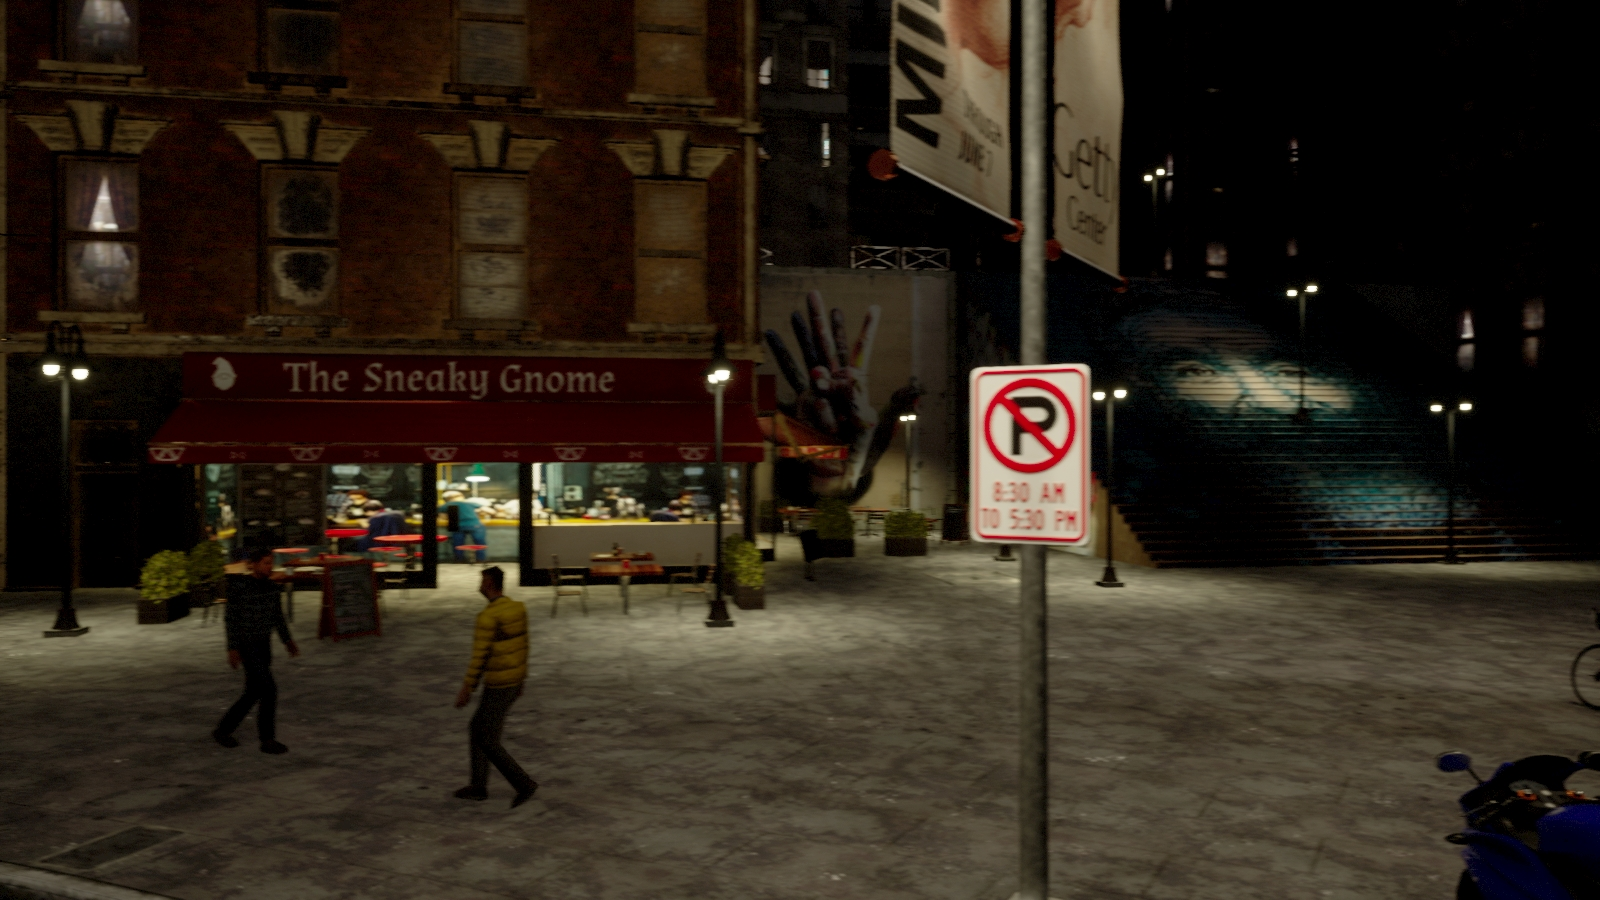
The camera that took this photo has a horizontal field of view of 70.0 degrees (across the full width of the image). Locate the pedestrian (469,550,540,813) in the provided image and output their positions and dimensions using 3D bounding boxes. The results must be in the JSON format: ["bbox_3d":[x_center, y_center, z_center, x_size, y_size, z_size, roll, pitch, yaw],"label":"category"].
[{"bbox_3d":[-2.186,1.692,8.471,0.375,1.860,0.375,0,0,14],"label":"pedestrian"}]

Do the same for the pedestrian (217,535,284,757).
[{"bbox_3d":[-4.804,1.694,9.991,0.375,1.860,0.375,0,0,18],"label":"pedestrian"}]
